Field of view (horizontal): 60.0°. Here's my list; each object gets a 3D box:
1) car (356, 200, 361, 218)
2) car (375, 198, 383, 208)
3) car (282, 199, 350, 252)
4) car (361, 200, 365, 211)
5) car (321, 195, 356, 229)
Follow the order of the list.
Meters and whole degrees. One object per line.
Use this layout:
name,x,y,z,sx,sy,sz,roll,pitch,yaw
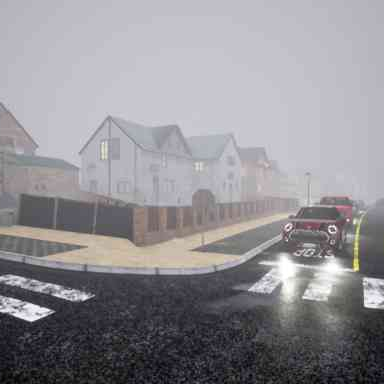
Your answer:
car,14.579,1.452,31.628,2.097,1.767,4.553,0,-1,29
car,29.546,1.736,51.484,1.882,1.535,5.008,0,0,32
car,5.305,1.363,14.104,2.097,1.767,4.553,0,0,28
car,22.584,1.771,45.539,2.033,1.411,5.357,0,0,31
car,9.747,1.264,22.659,2.150,2.045,5.566,0,0,27
